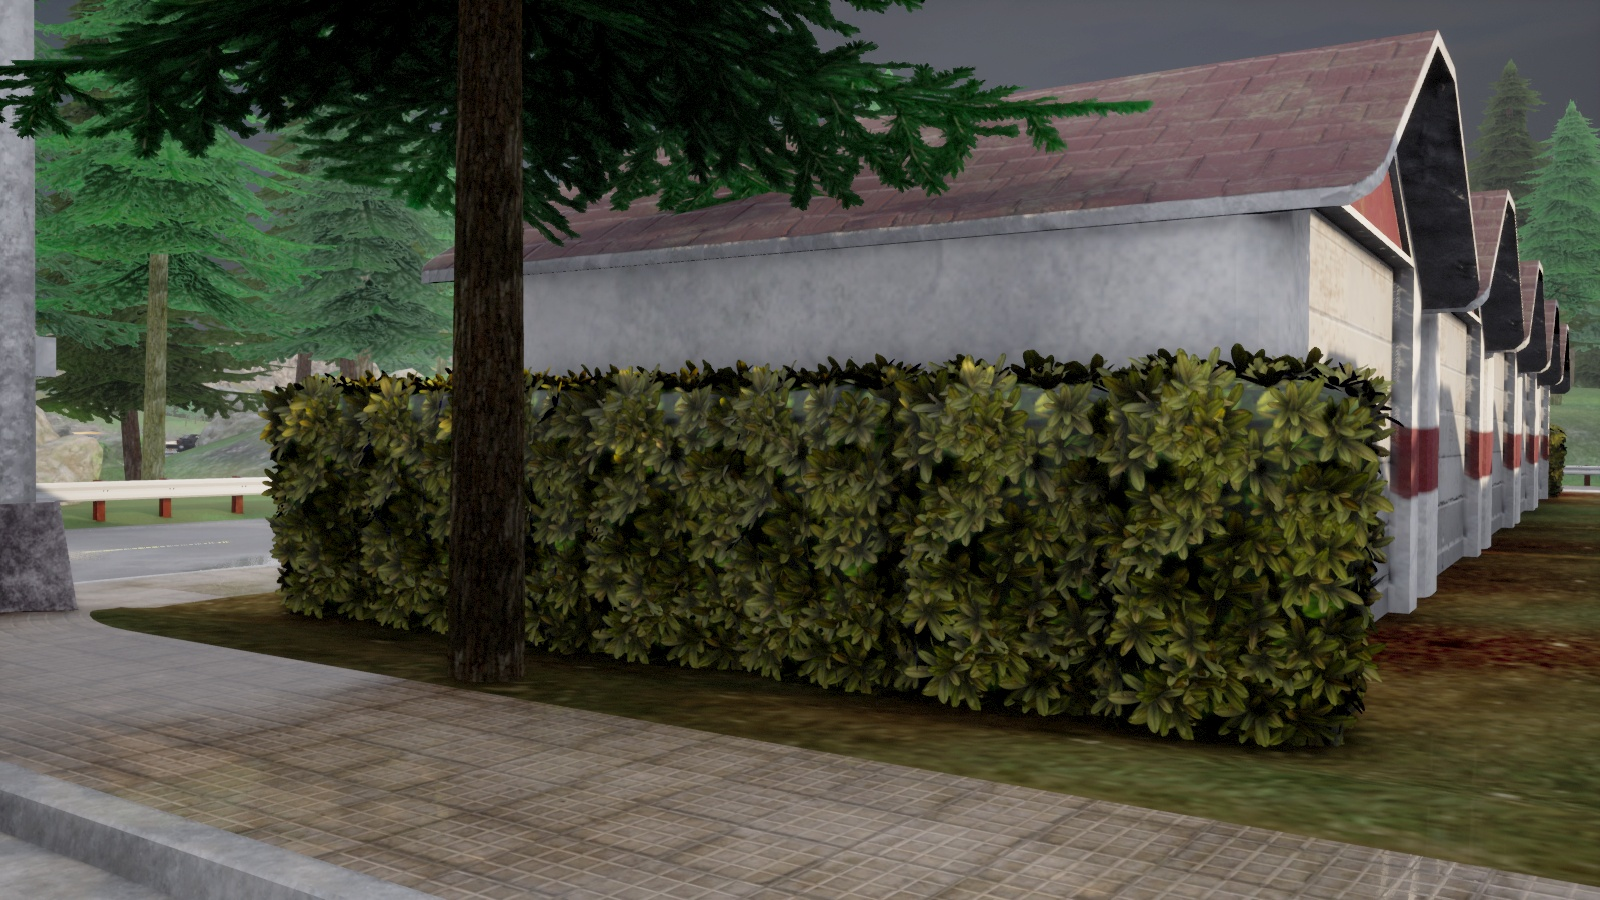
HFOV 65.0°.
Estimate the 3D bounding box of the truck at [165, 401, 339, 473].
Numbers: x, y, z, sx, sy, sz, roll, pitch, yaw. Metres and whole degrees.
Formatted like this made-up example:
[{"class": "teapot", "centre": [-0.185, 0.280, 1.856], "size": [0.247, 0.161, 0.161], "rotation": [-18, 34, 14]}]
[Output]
[{"class": "truck", "centre": [-28.199, -0.687, 65.024], "size": [2.891, 3.462, 7.936], "rotation": [0, 1, 34]}]
